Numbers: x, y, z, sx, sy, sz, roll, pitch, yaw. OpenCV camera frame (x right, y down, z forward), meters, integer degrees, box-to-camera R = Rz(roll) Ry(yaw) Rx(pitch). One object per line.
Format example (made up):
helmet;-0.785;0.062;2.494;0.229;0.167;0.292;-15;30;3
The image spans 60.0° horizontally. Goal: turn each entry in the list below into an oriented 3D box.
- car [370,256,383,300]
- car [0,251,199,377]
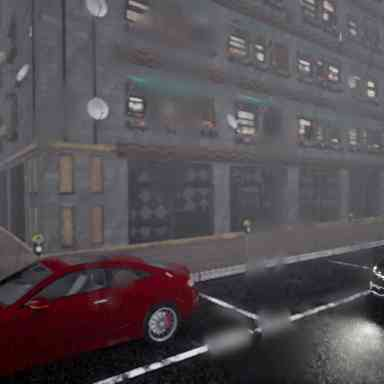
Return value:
car;5.749;1.502;7.161;4.892;1.490;1.837;0;0;-35
car;-1.829;1.582;4.805;4.206;1.307;1.802;0;-1;-35
